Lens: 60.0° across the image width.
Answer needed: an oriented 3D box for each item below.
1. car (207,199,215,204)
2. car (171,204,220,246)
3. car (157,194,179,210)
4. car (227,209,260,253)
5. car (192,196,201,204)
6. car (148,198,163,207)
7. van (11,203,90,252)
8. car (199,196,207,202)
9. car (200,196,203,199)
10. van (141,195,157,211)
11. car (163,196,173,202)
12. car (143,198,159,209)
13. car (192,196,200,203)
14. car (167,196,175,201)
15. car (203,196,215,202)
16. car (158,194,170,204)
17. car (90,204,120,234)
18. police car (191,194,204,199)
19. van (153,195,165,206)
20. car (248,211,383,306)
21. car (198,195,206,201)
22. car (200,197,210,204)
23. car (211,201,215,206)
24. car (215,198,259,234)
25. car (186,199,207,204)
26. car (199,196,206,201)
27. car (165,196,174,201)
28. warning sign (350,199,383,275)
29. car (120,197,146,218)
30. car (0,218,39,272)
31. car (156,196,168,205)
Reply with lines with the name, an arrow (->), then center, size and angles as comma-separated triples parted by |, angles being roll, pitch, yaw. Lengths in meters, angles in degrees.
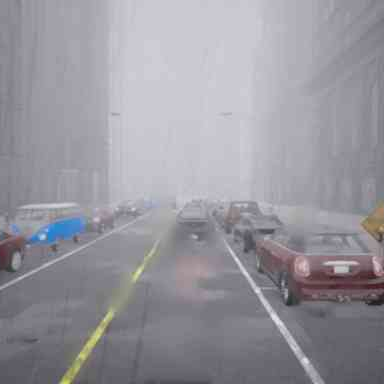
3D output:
car -> 2.742, 1.623, 30.623 | 1.947, 1.339, 4.313 | 0, 0, 0
car -> 0.077, 1.533, 15.355 | 1.837, 1.490, 4.892 | 0, 0, 0
car -> -3.119, 1.302, 44.036 | 2.150, 2.045, 5.566 | 0, 0, 0
car -> 2.752, 1.592, 13.714 | 1.947, 1.339, 4.313 | 0, 0, 0
car -> 0.859, 1.617, 68.774 | 1.882, 1.535, 5.008 | 0, 0, 0
car -> -5.797, 1.653, 53.155 | 2.008, 1.369, 4.403 | 0, 0, 0
van -> -5.773, 1.367, 13.700 | 1.690, 1.788, 3.998 | 0, 0, 0
car -> 2.711, 1.750, 81.350 | 1.802, 1.307, 4.206 | 0, 0, 0
car -> 2.728, 1.668, 53.168 | 1.947, 1.339, 4.313 | 0, 0, 0
van -> -5.791, 1.420, 41.883 | 1.690, 1.788, 3.998 | 0, 0, 0
car -> -5.814, 1.734, 81.339 | 1.947, 1.339, 4.313 | 0, 0, 0
car -> -5.794, 1.615, 47.350 | 1.752, 1.417, 4.829 | 0, 0, 0
car -> 0.855, 1.679, 74.774 | 1.812, 1.442, 4.674 | 0, 0, 0
car -> -5.822, 1.779, 92.613 | 1.802, 1.307, 4.206 | 0, 0, 0
car -> 2.735, 1.519, 41.895 | 1.967, 1.590, 4.097 | 0, 0, 0
car -> -5.808, 1.456, 70.066 | 2.192, 1.841, 5.009 | 0, 0, 0
car -> -5.776, 1.476, 19.336 | 1.967, 1.590, 4.097 | 0, 0, 0
police car -> 0.865, 1.541, 58.885 | 1.930, 1.638, 5.238 | 0, 0, 0
van -> -5.801, 1.456, 58.793 | 1.690, 1.788, 3.998 | 0, 0, 0
car -> 2.755, 1.456, 8.078 | 1.967, 1.590, 4.097 | 0, 0, 0
car -> 2.703, 1.637, 92.623 | 1.967, 1.590, 4.097 | 0, 0, 0
car -> 2.718, 1.724, 70.077 | 1.802, 1.307, 4.206 | 0, 0, 0
car -> 2.745, 1.592, 24.987 | 1.887, 1.381, 4.507 | 0, 0, 0
car -> 2.748, 1.351, 19.351 | 2.192, 1.841, 5.009 | 0, 0, 0
car -> 0.068, 1.622, 30.799 | 1.994, 1.385, 4.181 | 0, 0, 0
car -> 2.707, 1.764, 86.986 | 1.802, 1.307, 4.206 | 0, 0, 0
car -> -5.818, 1.733, 86.975 | 2.008, 1.369, 4.403 | 0, 0, 0
warning sign -> 5.066, 1.132, 8.774 | 1.300, 1.860, 1.060 | 0, 0, 0
car -> -5.783, 1.497, 30.610 | 1.967, 1.590, 4.097 | 0, 0, 0
car -> -5.769, 1.560, 8.063 | 1.887, 1.381, 4.507 | 0, 0, 0
car -> -5.805, 1.568, 64.429 | 1.967, 1.590, 4.097 | 0, 0, 0
